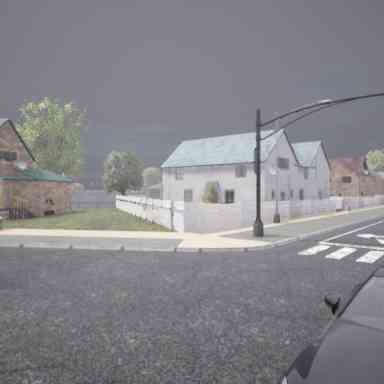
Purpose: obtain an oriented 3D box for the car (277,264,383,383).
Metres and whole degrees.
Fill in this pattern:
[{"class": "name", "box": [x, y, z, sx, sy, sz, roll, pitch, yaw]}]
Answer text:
[{"class": "car", "box": [2.574, 1.529, 3.480, 1.812, 1.442, 4.674, 0, 0, 42]}]
